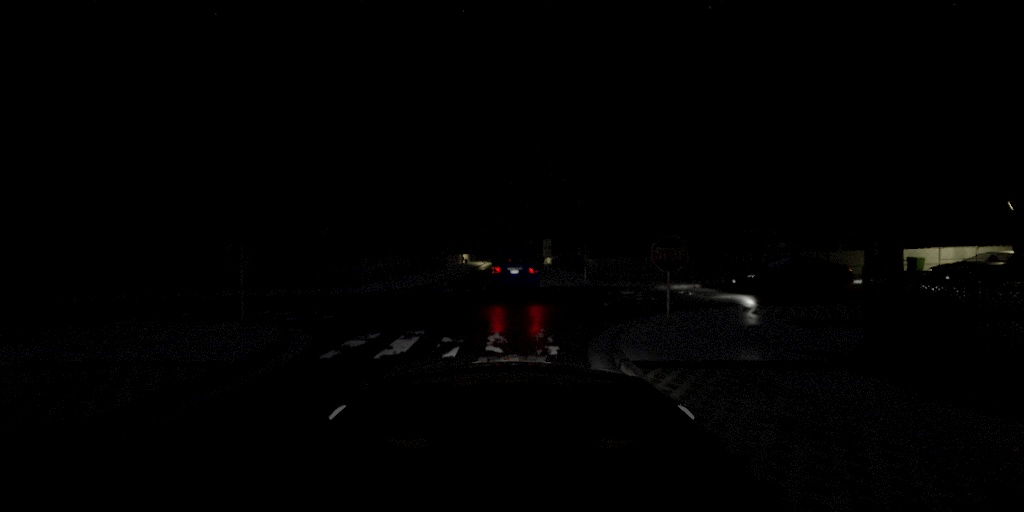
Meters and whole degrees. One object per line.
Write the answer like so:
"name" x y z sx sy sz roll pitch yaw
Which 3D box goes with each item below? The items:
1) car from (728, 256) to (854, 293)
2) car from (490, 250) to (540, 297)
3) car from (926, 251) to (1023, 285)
"car" 11.810 0.735 15.330 4.674 1.442 1.812 -2 1 0
"car" 0.134 0.757 17.427 2.150 2.045 5.566 -1 0 1
"car" 21.296 0.494 15.357 5.357 1.411 2.033 -2 1 0
